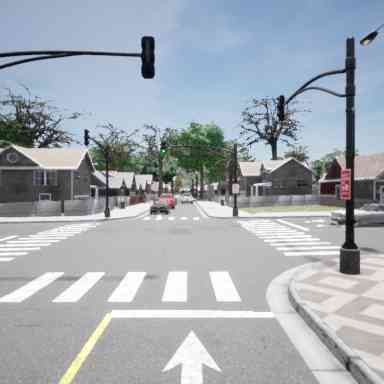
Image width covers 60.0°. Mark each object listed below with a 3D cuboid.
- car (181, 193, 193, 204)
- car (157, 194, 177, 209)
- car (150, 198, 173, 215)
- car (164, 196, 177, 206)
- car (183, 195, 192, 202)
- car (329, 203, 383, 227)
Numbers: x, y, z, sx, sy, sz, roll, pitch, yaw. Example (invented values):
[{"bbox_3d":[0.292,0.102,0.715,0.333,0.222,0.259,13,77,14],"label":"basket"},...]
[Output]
[{"bbox_3d":[-0.946,1.291,65.860,2.150,2.045,5.566,0,0,-1],"label":"car"},{"bbox_3d":[-3.461,1.254,45.366,2.150,2.045,5.566,0,0,-1],"label":"car"},{"bbox_3d":[-3.294,1.621,34.627,1.895,1.301,4.718,0,0,-1],"label":"car"},{"bbox_3d":[-3.645,1.546,57.410,2.128,1.511,4.902,0,0,-1],"label":"car"},{"bbox_3d":[-1.112,1.476,76.249,1.994,1.385,4.181,0,0,-1],"label":"car"},{"bbox_3d":[10.834,1.352,19.912,4.718,1.301,1.895,-1,0,-1],"label":"car"}]
